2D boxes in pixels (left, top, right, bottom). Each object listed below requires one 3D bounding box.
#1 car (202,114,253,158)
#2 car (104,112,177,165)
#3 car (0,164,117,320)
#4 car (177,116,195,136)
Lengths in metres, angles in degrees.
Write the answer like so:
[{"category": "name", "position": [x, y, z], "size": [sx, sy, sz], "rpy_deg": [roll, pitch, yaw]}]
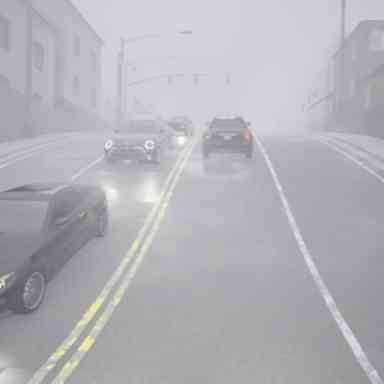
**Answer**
[{"category": "car", "position": [1.663, -2.818, 15.428], "size": [2.097, 1.767, 4.553], "rpy_deg": [1, 18, 6]}, {"category": "car", "position": [-2.161, -2.390, 14.290], "size": [2.097, 1.767, 4.553], "rpy_deg": [2, 19, 6]}, {"category": "car", "position": [-3.058, 0.669, 6.412], "size": [1.812, 1.442, 4.674], "rpy_deg": [1, 15, 6]}, {"category": "car", "position": [-0.947, -4.873, 24.457], "size": [2.033, 1.411, 5.357], "rpy_deg": [2, 10, 8]}]
